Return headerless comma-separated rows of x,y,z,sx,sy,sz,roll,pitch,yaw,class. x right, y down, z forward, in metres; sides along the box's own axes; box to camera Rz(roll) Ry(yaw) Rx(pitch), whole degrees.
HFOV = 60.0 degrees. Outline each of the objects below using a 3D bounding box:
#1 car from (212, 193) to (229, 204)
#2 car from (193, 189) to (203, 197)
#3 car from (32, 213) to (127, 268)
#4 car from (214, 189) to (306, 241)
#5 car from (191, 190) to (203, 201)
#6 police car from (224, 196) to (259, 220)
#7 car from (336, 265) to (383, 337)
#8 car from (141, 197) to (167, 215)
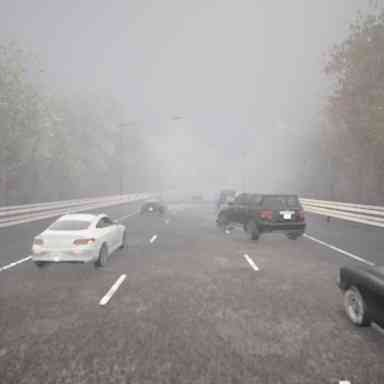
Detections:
4.051,0.907,47.644,2.033,1.411,5.357,0,1,1,car
1.474,0.285,78.484,2.097,1.767,4.553,0,1,2,car
-3.362,1.383,10.608,1.812,1.442,4.674,0,1,0,car
3.077,1.014,15.673,2.150,2.045,5.566,0,1,-14,car
0.786,0.823,57.617,1.895,1.301,4.718,0,1,2,car
3.665,1.161,25.739,2.038,1.542,4.974,0,1,1,police car
3.505,1.548,3.862,1.895,1.301,4.718,0,1,0,car
-3.206,1.145,28.383,1.812,1.442,4.674,0,1,1,car
